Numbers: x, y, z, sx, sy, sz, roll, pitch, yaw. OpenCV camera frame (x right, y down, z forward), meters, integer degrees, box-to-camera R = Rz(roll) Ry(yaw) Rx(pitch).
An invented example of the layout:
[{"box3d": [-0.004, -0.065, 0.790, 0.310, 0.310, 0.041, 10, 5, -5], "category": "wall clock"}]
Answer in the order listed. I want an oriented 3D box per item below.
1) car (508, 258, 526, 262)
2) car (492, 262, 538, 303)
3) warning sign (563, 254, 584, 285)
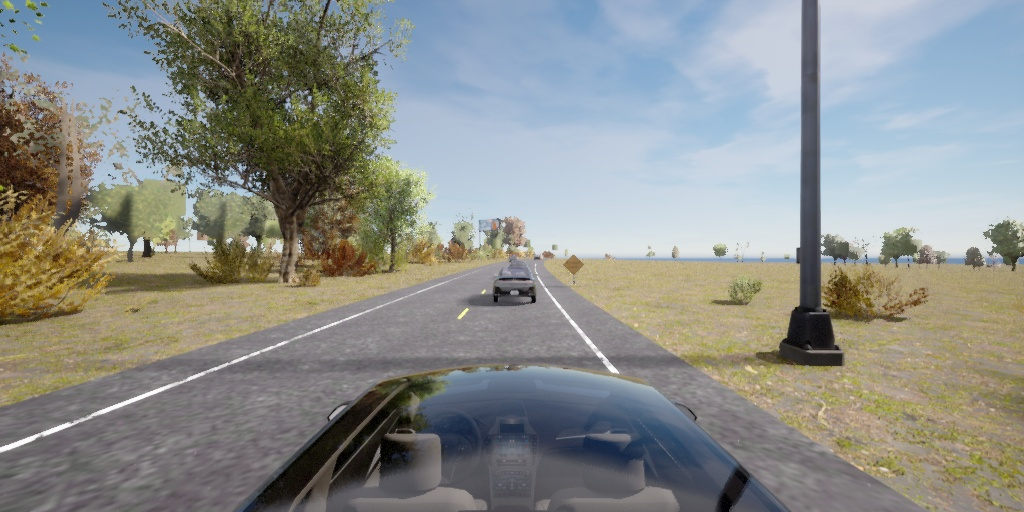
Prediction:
[{"box3d": [0.565, 1.152, 31.422, 1.837, 1.490, 4.892, 0, 0, 2], "category": "car"}, {"box3d": [0.141, 1.217, 16.464, 2.128, 1.511, 4.902, 0, 0, 1], "category": "car"}, {"box3d": [3.821, 0.810, 22.167, 1.300, 1.860, 1.060, 0, 0, 1], "category": "warning sign"}]
